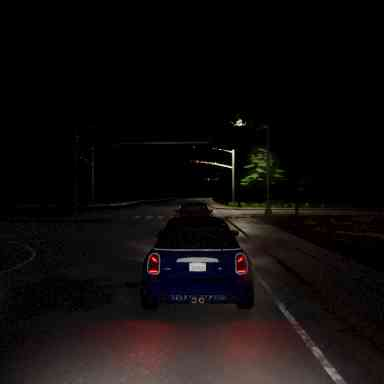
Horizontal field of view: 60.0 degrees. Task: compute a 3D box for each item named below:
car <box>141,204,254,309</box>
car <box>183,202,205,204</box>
[{"bbox_3d":[0.100,1.347,8.020,2.097,1.767,4.553,0,0,0],"label":"car"},{"bbox_3d":[0.102,1.338,18.141,2.097,1.767,4.553,0,0,0],"label":"car"}]
